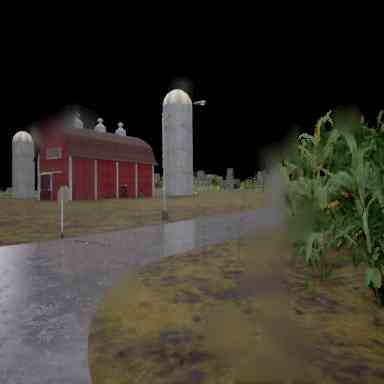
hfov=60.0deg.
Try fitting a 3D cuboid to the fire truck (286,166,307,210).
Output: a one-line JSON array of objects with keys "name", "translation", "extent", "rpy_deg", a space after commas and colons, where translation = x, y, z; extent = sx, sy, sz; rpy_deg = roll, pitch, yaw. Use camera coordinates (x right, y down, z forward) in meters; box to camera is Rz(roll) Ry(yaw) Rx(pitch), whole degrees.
[{"name": "fire truck", "translation": [11.474, -0.353, 30.645], "extent": [2.891, 3.827, 8.468], "rpy_deg": [-1, 1, 36]}]
